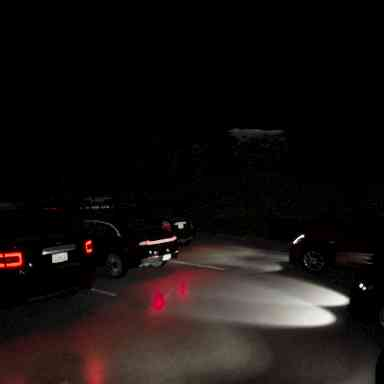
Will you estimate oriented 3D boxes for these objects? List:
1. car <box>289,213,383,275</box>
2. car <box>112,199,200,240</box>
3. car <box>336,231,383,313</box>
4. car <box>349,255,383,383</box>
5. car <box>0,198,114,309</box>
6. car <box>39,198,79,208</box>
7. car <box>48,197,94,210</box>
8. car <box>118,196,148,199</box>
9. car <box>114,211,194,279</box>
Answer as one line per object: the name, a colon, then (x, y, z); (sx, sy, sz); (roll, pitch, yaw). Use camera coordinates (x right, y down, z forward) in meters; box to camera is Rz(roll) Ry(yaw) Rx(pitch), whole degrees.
car: (5.024, 1.352, 9.009); (4.553, 1.767, 2.097); (0, 0, 36)
car: (-2.164, 1.349, 14.090); (4.553, 1.767, 2.097); (0, 0, 35)
car: (4.650, 1.564, 4.965); (4.181, 1.385, 1.994); (0, 0, 36)
car: (3.599, 1.475, 1.420); (5.008, 1.535, 1.882); (0, 0, 35)
car: (-4.508, 1.219, 7.194); (5.566, 2.045, 2.150); (0, 0, 33)
car: (-18.119, 1.483, 45.517); (1.895, 1.301, 4.718); (0, 0, 43)
car: (-15.622, 1.445, 43.149); (2.033, 1.411, 5.357); (0, 0, 40)
car: (-8.670, 1.398, 49.850); (4.902, 1.511, 2.128); (0, 0, -41)
car: (-2.623, 1.489, 10.121); (4.902, 1.511, 2.128); (0, 0, 36)
